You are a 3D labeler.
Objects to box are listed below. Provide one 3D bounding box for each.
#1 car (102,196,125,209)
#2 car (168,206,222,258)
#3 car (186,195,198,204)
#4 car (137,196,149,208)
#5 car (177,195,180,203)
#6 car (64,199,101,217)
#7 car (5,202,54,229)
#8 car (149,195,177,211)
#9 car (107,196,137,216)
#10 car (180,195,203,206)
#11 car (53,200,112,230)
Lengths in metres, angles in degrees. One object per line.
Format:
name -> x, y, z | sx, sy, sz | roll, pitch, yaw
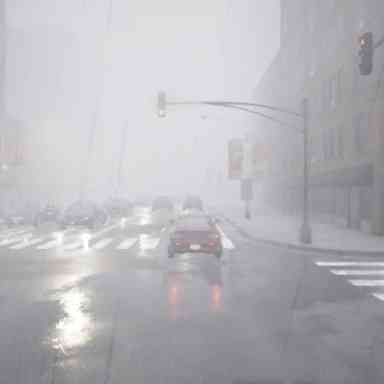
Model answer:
car -> -9.854, 1.305, 42.196 | 1.837, 1.490, 4.892 | 0, 1, 0
car -> 0.093, 1.507, 12.746 | 1.812, 1.442, 4.674 | 0, 1, 0
car -> 0.021, 1.275, 56.878 | 2.033, 1.411, 5.357 | 0, 0, 1
car -> -6.599, 1.269, 44.179 | 1.882, 1.535, 5.008 | 0, 0, 0
car -> -3.202, 1.266, 61.870 | 1.994, 1.385, 4.181 | 0, 0, 0
car -> -9.851, 1.424, 30.221 | 1.994, 1.385, 4.181 | 0, 0, 0
car -> -9.853, 1.394, 21.076 | 2.128, 1.511, 4.902 | 0, 0, 0
car -> -3.168, 1.179, 37.128 | 2.097, 1.767, 4.553 | 0, 0, 0
car -> -6.603, 1.337, 30.408 | 1.882, 1.535, 5.008 | 0, 0, 0
car -> 0.082, 1.179, 37.191 | 2.097, 1.767, 4.553 | 0, 0, 0
car -> -6.604, 1.431, 20.698 | 1.812, 1.442, 4.674 | 0, 0, 0
